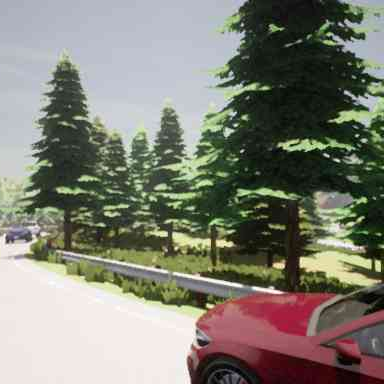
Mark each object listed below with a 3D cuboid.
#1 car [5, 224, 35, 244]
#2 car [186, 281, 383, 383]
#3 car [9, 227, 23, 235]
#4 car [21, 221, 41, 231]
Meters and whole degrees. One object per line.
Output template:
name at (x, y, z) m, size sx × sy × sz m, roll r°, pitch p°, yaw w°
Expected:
car at (-16.147, 4.006, 31.186) m, size 1.812 × 1.442 × 4.674 m, roll 0°, pitch -5°, yaw -21°
car at (2.138, 1.526, 2.935) m, size 4.674 × 1.442 × 1.812 m, roll 0°, pitch 0°, yaw 34°
car at (-33.758, 7.517, 63.777) m, size 1.812 × 1.442 × 4.674 m, roll 0°, pitch -6°, yaw -34°
car at (-19.877, 4.665, 40.849) m, size 2.150 × 2.045 × 5.566 m, roll -1°, pitch -5°, yaw -21°
